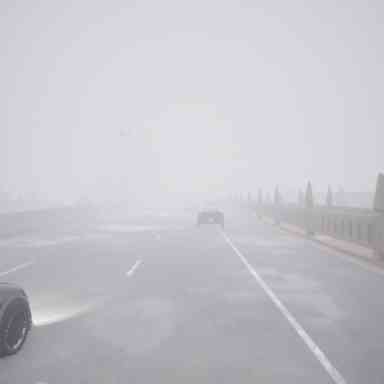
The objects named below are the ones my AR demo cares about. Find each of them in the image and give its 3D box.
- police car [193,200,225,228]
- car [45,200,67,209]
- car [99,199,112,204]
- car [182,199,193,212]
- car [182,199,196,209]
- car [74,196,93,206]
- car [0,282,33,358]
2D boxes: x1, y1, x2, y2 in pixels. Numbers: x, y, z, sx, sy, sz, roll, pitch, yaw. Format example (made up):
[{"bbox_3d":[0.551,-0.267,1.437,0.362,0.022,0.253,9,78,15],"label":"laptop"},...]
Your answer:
[{"bbox_3d":[1.229,1.587,23.927,1.930,1.638,5.238,0,-1,0],"label":"police car"},{"bbox_3d":[-21.350,1.963,52.437,2.033,1.411,5.357,0,-1,-3],"label":"car"},{"bbox_3d":[-14.837,1.963,57.229,1.837,1.490,4.892,0,0,-6],"label":"car"},{"bbox_3d":[0.022,1.938,43.514,1.895,1.301,4.718,0,-1,0],"label":"car"},{"bbox_3d":[-0.530,1.959,56.574,1.837,1.490,4.892,0,-1,-8],"label":"car"},{"bbox_3d":[-18.222,1.670,56.146,2.150,2.045,5.566,0,-1,-6],"label":"car"},{"bbox_3d":[-3.400,1.549,3.350,1.994,1.385,4.181,0,0,0],"label":"car"}]
